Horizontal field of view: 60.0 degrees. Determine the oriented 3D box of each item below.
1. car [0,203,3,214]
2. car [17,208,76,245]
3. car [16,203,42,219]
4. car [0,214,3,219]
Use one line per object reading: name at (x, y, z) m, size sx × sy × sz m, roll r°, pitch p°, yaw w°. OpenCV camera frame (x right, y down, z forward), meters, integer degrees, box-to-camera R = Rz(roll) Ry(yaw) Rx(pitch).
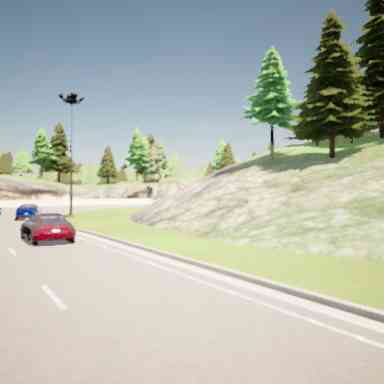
car at (-18.673, 1.551, 29.901) m, size 2.150 × 2.045 × 5.566 m, roll 0°, pitch 0°, yaw -21°
car at (-7.353, 1.753, 16.870) m, size 1.994 × 1.385 × 4.181 m, roll 0°, pitch -1°, yaw -35°
car at (-15.818, 1.837, 32.474) m, size 1.882 × 1.535 × 5.008 m, roll 0°, pitch -1°, yaw -19°
car at (-8.206, 1.623, 11.935) m, size 2.128 × 1.511 × 4.902 m, roll 0°, pitch -1°, yaw -34°
